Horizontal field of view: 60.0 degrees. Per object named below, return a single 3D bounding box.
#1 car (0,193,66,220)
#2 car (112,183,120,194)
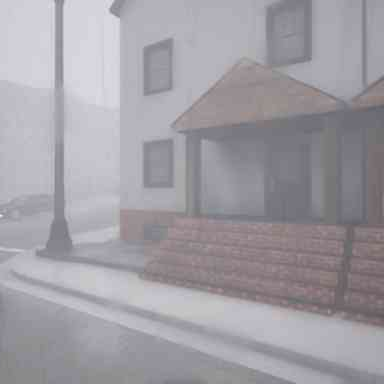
[{"bbox_3d":[-11.109,0.907,22.822,1.837,1.490,4.892,0,7,35],"label":"car"},{"bbox_3d":[-5.365,-0.877,30.994,1.812,1.442,4.674,0,13,35],"label":"car"}]
